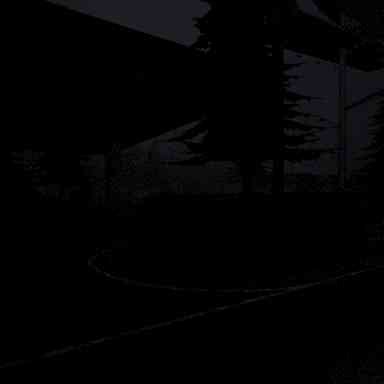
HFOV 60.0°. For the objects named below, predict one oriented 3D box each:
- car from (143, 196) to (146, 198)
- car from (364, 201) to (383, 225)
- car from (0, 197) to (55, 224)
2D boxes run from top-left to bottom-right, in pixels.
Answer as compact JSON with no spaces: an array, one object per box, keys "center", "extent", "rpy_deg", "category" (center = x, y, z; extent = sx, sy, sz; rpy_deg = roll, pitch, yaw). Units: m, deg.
[{"center":[-9.413,1.529,79.882],"extent":[4.902,1.511,2.128],"rpy_deg":[0,0,-35],"category":"car"},{"center":[11.450,1.317,21.334],"extent":[2.128,1.511,4.902],"rpy_deg":[0,1,-36],"category":"car"},{"center":[-11.894,1.313,23.518],"extent":[3.866,1.878,1.905],"rpy_deg":[0,0,-36],"category":"car"}]
